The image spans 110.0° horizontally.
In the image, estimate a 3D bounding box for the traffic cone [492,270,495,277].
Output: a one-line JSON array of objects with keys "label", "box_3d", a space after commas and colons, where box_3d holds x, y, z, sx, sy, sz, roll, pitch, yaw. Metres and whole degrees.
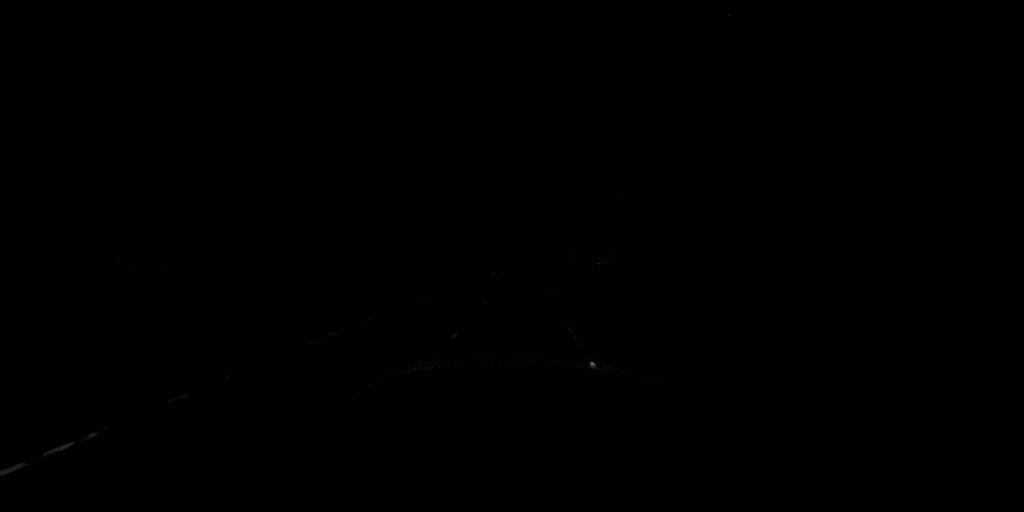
[{"label": "traffic cone", "box_3d": [-1.798, 1.674, 34.513, 0.340, 0.580, 0.340, 0, 0, 9]}]

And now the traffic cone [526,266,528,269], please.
[{"label": "traffic cone", "box_3d": [2.290, 1.698, 54.353, 0.340, 0.580, 0.340, 0, 0, 14]}]

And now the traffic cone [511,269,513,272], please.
[{"label": "traffic cone", "box_3d": [0.002, 1.685, 44.483, 0.340, 0.580, 0.340, 0, 0, 12]}]

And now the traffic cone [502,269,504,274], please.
[{"label": "traffic cone", "box_3d": [-0.959, 1.680, 39.509, 0.340, 0.580, 0.340, 0, 0, 10]}]

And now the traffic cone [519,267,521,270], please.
[{"label": "traffic cone", "box_3d": [1.085, 1.691, 49.432, 0.340, 0.580, 0.340, 0, 0, 13]}]

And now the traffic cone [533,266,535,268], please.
[{"label": "traffic cone", "box_3d": [3.615, 1.706, 59.243, 0.340, 0.580, 0.340, 0, 0, 16]}]
